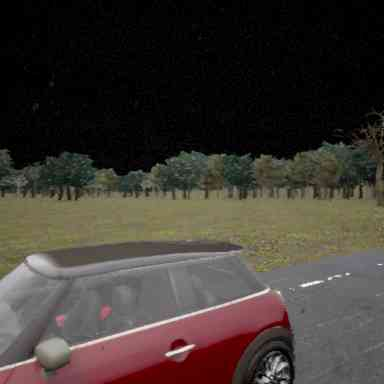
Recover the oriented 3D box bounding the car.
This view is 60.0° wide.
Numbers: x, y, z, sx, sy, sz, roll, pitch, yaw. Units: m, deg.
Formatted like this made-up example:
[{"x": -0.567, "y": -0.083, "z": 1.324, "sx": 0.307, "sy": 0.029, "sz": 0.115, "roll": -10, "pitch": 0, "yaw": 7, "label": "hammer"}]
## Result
[{"x": -1.109, "y": 1.351, "z": 3.200, "sx": 4.553, "sy": 1.767, "sz": 2.097, "roll": 0, "pitch": 0, "yaw": -35, "label": "car"}]
